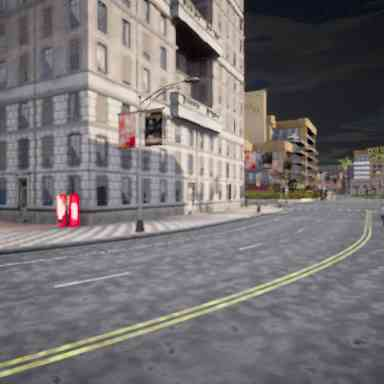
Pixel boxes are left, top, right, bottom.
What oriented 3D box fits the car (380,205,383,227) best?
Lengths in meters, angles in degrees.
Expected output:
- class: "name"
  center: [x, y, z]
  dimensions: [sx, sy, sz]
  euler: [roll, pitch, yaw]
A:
- class: "car"
  center: [12.554, 1.524, 19.985]
  dimensions: [1.837, 1.490, 4.892]
  euler: [0, -1, 29]
